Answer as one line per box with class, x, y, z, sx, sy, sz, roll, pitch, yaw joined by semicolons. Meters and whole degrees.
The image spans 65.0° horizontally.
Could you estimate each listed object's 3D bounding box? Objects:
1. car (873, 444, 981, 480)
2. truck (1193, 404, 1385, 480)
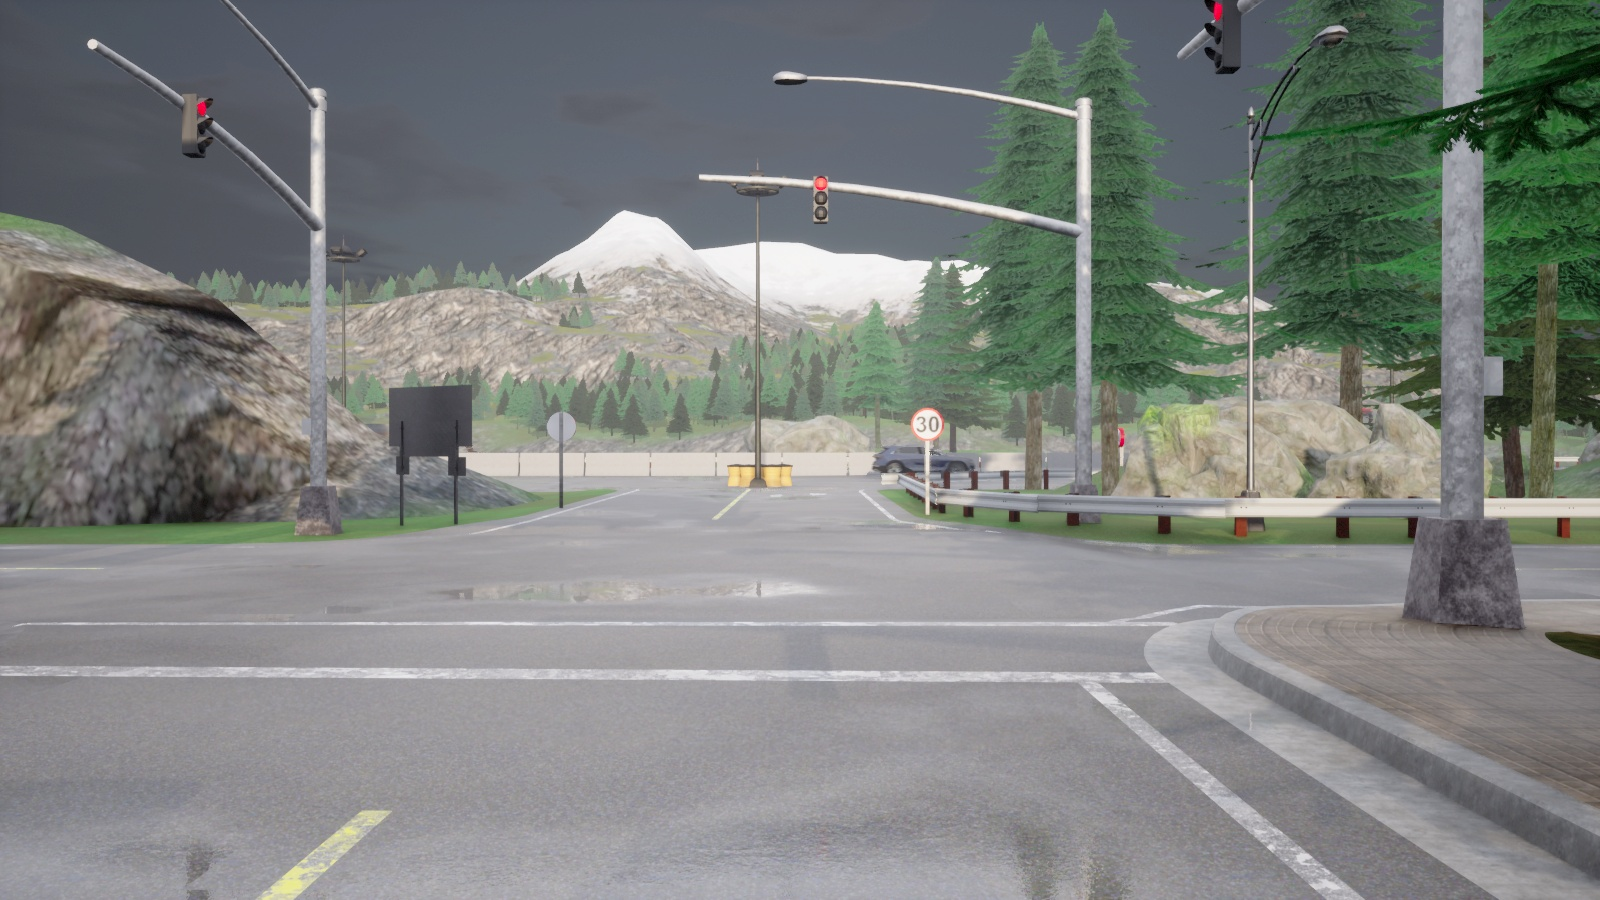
car;5.945;0.542;59.139;4.856;1.649;2.033;0;0;0
truck;22.909;-0.354;59.003;7.936;3.462;2.891;0;0;-5
